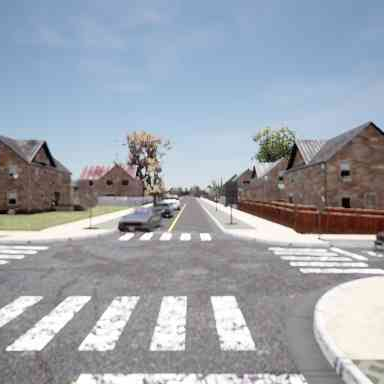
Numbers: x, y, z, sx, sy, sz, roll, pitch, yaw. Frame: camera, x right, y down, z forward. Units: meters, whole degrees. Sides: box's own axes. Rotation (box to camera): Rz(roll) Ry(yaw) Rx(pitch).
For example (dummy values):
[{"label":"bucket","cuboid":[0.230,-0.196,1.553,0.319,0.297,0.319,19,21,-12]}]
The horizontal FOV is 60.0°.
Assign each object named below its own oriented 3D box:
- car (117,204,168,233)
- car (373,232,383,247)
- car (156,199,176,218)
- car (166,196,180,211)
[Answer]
[{"label":"car","cuboid":[-3.148,1.705,21.310,2.033,1.411,5.357,0,0,5]},{"label":"car","cuboid":[10.439,1.818,13.507,5.357,1.411,2.033,1,-2,-1]},{"label":"car","cuboid":[-2.879,1.745,33.005,1.837,1.490,4.892,0,0,0]},{"label":"car","cuboid":[-2.883,1.572,48.165,2.150,2.045,5.566,0,-1,1]}]
